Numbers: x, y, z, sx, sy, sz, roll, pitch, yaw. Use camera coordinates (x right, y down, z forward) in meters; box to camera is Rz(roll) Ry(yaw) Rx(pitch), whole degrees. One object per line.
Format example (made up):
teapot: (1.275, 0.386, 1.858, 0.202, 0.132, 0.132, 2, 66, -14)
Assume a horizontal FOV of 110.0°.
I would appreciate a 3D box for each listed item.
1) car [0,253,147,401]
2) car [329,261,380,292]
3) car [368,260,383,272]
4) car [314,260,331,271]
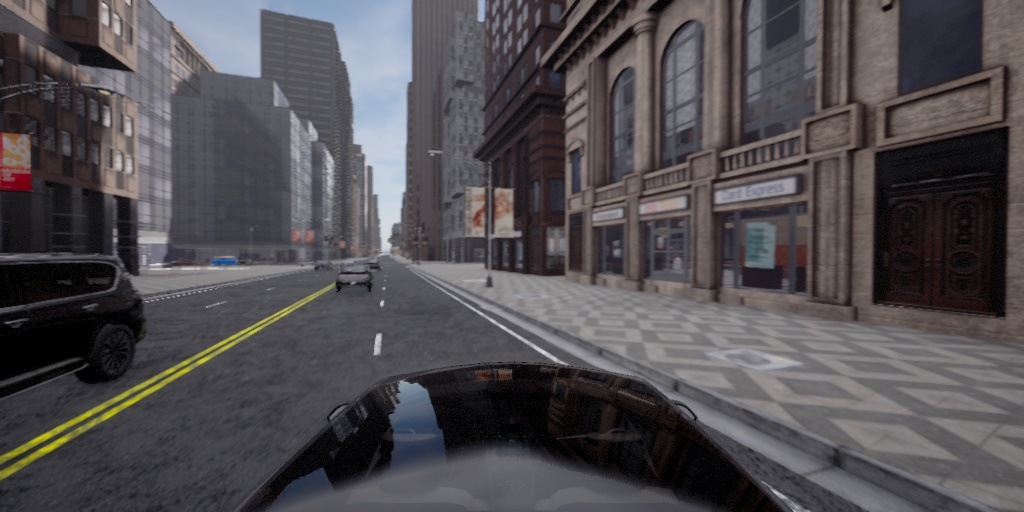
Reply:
car: (-6.857, 0.977, 3.988, 2.150, 2.045, 5.566, 0, 0, -19)
car: (-9.192, 1.236, 21.279, 2.128, 1.511, 4.902, 0, 0, -19)
car: (-17.863, 1.229, 46.332, 1.837, 1.490, 4.892, 0, 0, -19)
car: (-26.041, 1.275, 49.774, 2.033, 1.411, 5.357, 0, 0, -19)
